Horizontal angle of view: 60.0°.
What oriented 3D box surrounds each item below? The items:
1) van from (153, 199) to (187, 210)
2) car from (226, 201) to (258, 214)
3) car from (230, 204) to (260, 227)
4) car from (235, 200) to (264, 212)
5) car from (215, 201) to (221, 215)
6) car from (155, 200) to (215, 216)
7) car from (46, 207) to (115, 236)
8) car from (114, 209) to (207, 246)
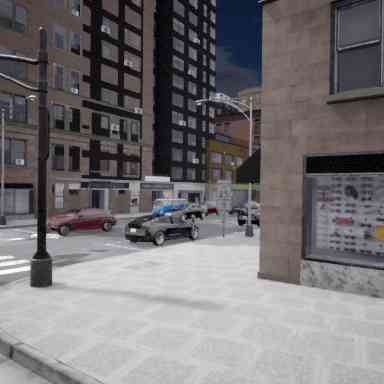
[{"bbox_3d":[-1.905,1.502,30.372,1.690,1.788,3.998,0,0,36],"label":"van"},{"bbox_3d":[5.843,1.825,36.729,2.033,1.411,5.357,1,0,36],"label":"car"},{"bbox_3d":[5.015,1.850,25.396,1.947,1.339,4.313,0,0,36],"label":"car"},{"bbox_3d":[7.618,1.823,43.624,1.752,1.417,4.829,0,0,36],"label":"car"},{"bbox_3d":[1.302,1.645,34.835,1.967,1.590,4.097,0,0,36],"label":"car"},{"bbox_3d":[-0.490,1.680,27.935,2.128,1.511,4.902,1,0,35],"label":"car"},{"bbox_3d":[-6.545,1.634,19.506,1.812,1.442,4.674,1,0,37],"label":"car"},{"bbox_3d":[-1.401,1.764,16.469,1.947,1.339,4.313,0,0,36],"label":"car"}]
